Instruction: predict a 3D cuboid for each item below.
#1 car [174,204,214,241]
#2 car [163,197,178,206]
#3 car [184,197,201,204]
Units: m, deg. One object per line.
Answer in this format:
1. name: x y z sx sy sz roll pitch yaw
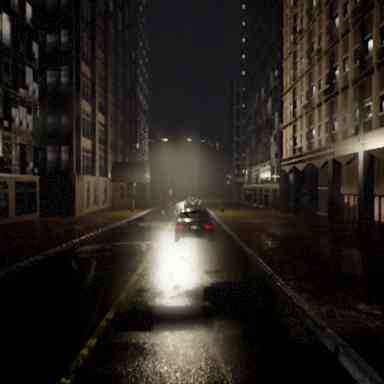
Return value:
1. car: 0.094 1.567 16.702 2.033 1.411 5.357 0 0 0
2. car: -3.016 1.403 46.270 1.882 1.535 5.008 0 0 0
3. car: 0.087 1.412 40.910 2.097 1.767 4.553 0 0 0
